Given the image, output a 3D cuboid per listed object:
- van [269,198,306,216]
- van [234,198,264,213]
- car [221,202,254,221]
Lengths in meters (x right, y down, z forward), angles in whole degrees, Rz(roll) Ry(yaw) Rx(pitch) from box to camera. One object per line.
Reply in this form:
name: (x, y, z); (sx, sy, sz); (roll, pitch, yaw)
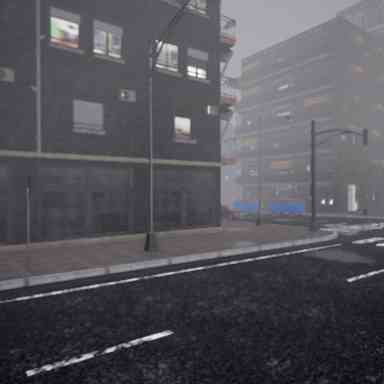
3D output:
van: (9.805, 1.519, 34.453); (1.690, 1.788, 3.998); (-1, 0, -36)
van: (6.494, 1.593, 38.972); (1.690, 1.788, 3.998); (-1, 0, -36)
car: (3.062, 1.816, 29.542); (1.802, 1.307, 4.206); (-1, 0, -36)
